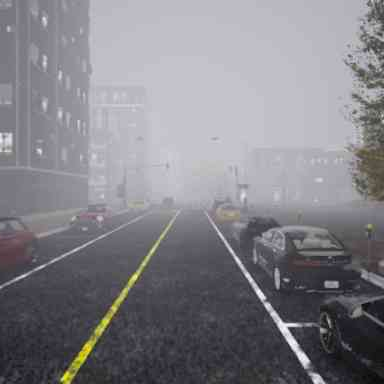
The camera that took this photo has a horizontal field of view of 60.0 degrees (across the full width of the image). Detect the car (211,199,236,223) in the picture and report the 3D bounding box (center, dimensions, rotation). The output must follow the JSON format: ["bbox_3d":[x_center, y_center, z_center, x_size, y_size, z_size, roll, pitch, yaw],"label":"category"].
[{"bbox_3d":[2.686,1.520,25.391,1.752,1.417,4.829,0,0,0],"label":"car"}]

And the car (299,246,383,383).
[{"bbox_3d":[2.690,1.565,3.064,1.947,1.339,4.313,0,0,0],"label":"car"}]

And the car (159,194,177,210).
[{"bbox_3d":[-3.007,1.396,43.011,2.097,1.767,4.553,0,0,0],"label":"car"}]

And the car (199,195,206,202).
[{"bbox_3d":[2.677,1.566,74.251,2.008,1.369,4.403,0,0,0],"label":"car"}]

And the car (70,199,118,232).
[{"bbox_3d":[-5.694,1.435,19.680,1.967,1.590,4.097,0,0,0],"label":"car"}]

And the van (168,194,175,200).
[{"bbox_3d":[-5.707,1.381,91.342,1.690,1.788,3.998,0,0,0],"label":"van"}]

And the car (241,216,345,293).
[{"bbox_3d":[2.689,1.548,8.602,2.008,1.369,4.403,0,0,0],"label":"car"}]

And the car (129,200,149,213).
[{"bbox_3d":[-5.697,1.517,36.130,1.752,1.417,4.829,0,0,0],"label":"car"}]

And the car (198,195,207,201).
[{"bbox_3d":[2.674,1.472,85.645,1.967,1.590,4.097,0,0,0],"label":"car"}]

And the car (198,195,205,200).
[{"bbox_3d":[2.674,1.623,91.342,1.802,1.307,4.206,0,0,0],"label":"car"}]

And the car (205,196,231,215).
[{"bbox_3d":[2.685,1.309,30.760,2.192,1.841,5.009,0,0,0],"label":"car"}]

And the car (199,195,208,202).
[{"bbox_3d":[2.676,1.464,79.949,1.967,1.590,4.097,0,0,0],"label":"car"}]

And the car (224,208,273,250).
[{"bbox_3d":[2.688,1.562,14.141,1.947,1.339,4.313,0,0,0],"label":"car"}]

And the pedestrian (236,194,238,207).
[{"bbox_3d":[6.127,1.133,45.305,0.375,1.860,0.375,0,0,0],"label":"pedestrian"}]

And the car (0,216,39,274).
[{"bbox_3d":[-5.692,1.437,8.601,1.967,1.590,4.097,0,0,0],"label":"car"}]
